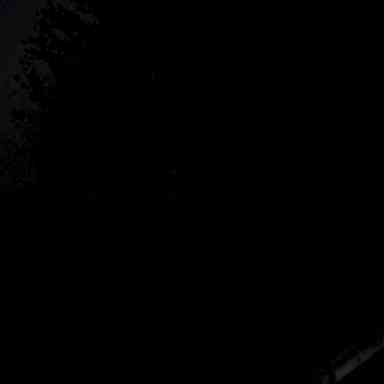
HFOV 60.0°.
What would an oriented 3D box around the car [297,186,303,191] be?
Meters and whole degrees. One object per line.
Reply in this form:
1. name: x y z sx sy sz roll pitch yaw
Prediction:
1. car: 25.015 -0.749 71.859 2.435 2.045 5.566 5 2 29
